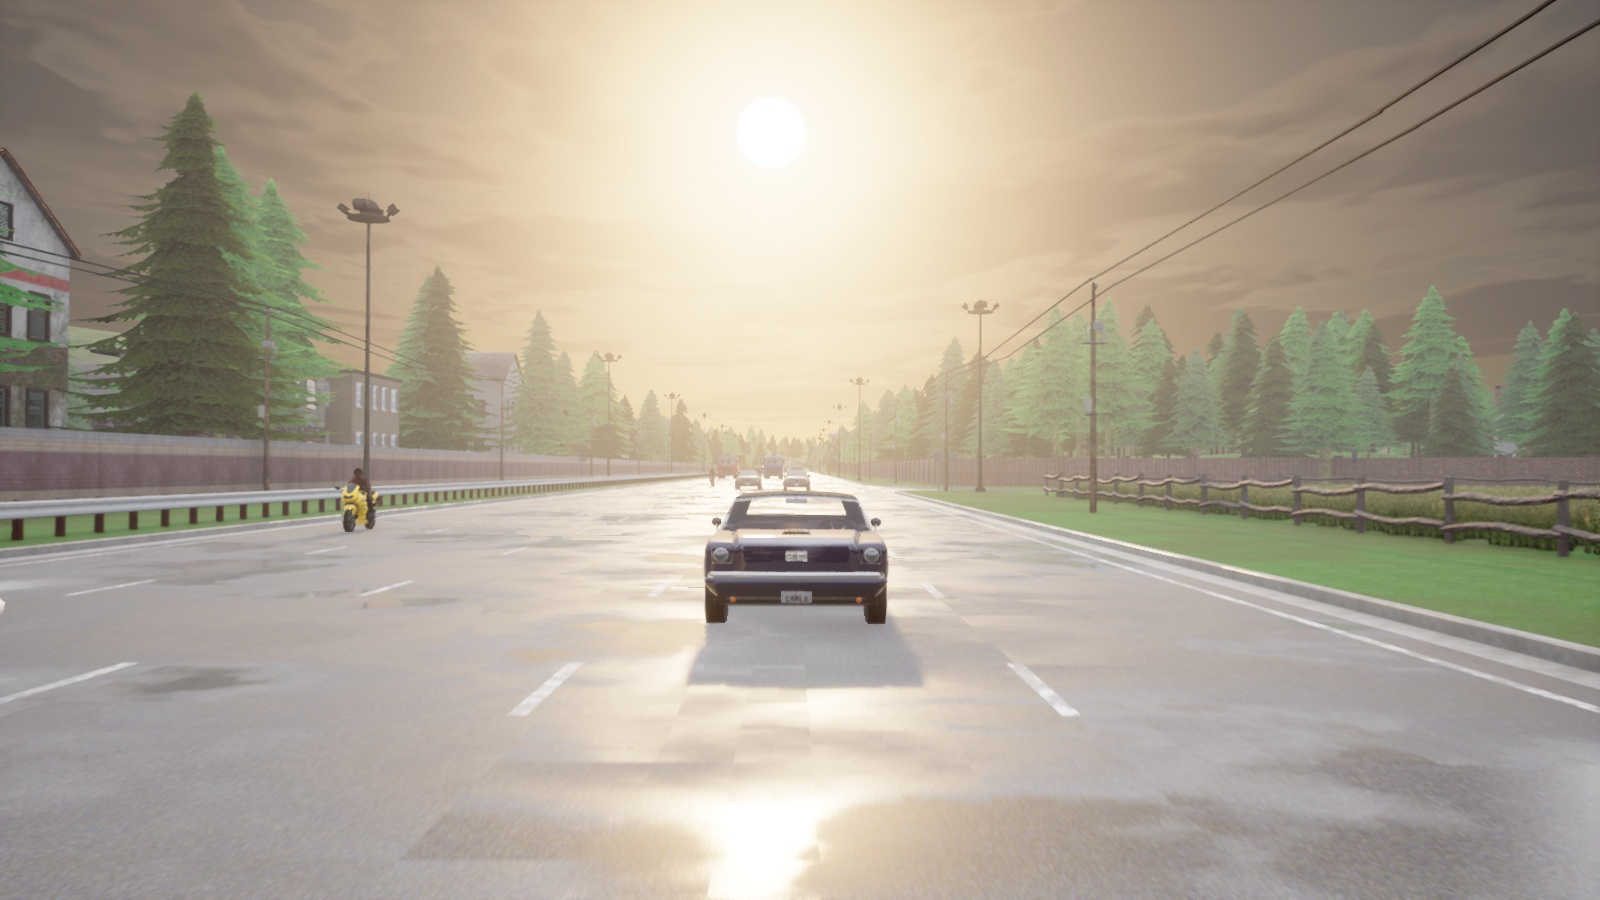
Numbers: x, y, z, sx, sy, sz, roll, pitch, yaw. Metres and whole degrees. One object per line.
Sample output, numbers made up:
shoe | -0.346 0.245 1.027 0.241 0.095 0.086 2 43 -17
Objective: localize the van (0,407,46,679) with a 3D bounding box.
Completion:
van | -7.019 0.673 7.728 2.069 2.038 4.480 0 -1 0

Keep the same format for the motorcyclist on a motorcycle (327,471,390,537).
motorcyclist on a motorcycle | -10.571 1.268 30.117 0.797 1.523 2.044 0 -1 0

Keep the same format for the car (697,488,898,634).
car | -0.033 1.116 14.214 1.895 1.301 4.718 0 -1 0

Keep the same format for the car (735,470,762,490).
car | -3.717 2.167 91.539 1.812 1.442 4.674 0 -1 0

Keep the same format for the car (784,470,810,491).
car | -0.210 2.114 88.755 1.812 1.442 4.674 0 -1 0
